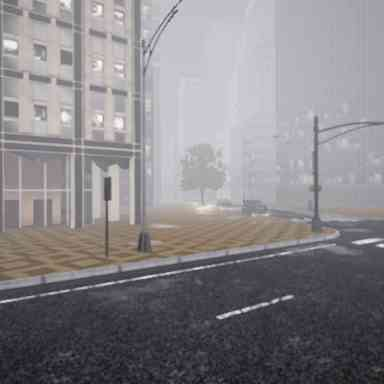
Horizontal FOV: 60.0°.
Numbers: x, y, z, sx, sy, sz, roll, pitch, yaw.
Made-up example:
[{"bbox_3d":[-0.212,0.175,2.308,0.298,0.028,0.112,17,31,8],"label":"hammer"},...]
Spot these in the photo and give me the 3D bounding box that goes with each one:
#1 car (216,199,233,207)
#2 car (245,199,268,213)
[{"bbox_3d":[5.315,1.773,54.408,1.895,1.301,4.718,0,0,-7],"label":"car"},{"bbox_3d":[7.317,1.589,38.709,1.837,1.490,4.892,0,0,-7],"label":"car"}]
